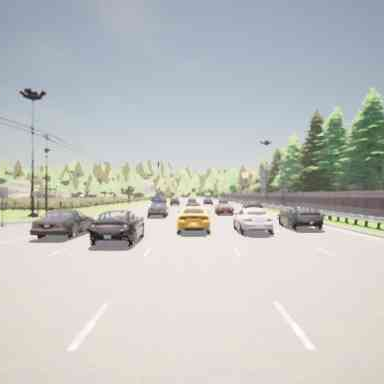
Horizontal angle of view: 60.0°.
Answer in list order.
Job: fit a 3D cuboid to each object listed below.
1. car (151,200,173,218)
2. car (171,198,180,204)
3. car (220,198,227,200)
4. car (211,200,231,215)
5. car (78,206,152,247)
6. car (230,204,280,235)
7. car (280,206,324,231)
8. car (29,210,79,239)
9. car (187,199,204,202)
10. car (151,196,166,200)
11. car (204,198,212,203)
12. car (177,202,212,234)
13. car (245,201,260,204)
[{"bbox_3d":[-3.402,1.811,33.895,2.033,1.411,5.357,0,0,0],"label":"car"},{"bbox_3d":[-3.502,2.022,67.571,1.837,1.490,4.892,0,0,0],"label":"car"},{"bbox_3d":[6.997,2.096,74.655,2.128,1.511,4.902,0,0,0],"label":"car"},{"bbox_3d":[3.598,1.891,37.798,1.895,1.301,4.718,0,0,0],"label":"car"},{"bbox_3d":[-3.401,1.615,15.796,2.128,1.511,4.902,0,0,0],"label":"car"},{"bbox_3d":[3.599,1.679,19.967,1.812,1.442,4.674,0,0,0],"label":"car"},{"bbox_3d":[7.099,1.660,22.130,2.128,1.511,4.902,0,0,0],"label":"car"},{"bbox_3d":[-6.902,1.692,18.325,2.033,1.411,5.357,0,0,0],"label":"car"},{"bbox_3d":[0.098,1.872,39.886,1.994,1.385,4.181,0,0,0],"label":"car"},{"bbox_3d":[-7.003,1.744,67.603,2.150,2.045,5.566,0,0,0],"label":"car"},{"bbox_3d":[3.497,2.037,72.988,1.882,1.535,5.008,0,0,0],"label":"car"},{"bbox_3d":[0.099,1.637,20.535,1.882,1.535,5.008,0,-1,0],"label":"car"},{"bbox_3d":[7.097,1.791,39.249,2.128,1.511,4.902,0,0,0],"label":"car"}]
